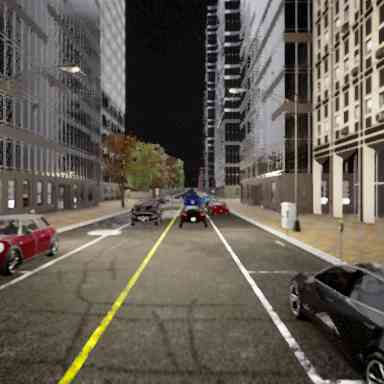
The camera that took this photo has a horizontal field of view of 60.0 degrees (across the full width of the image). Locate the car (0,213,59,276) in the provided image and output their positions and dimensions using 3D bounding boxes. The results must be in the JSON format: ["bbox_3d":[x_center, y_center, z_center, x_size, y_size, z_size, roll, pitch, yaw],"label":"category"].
[{"bbox_3d":[-5.696,1.458,10.161,1.967,1.590,4.097,0,0,0],"label":"car"}]

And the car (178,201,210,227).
[{"bbox_3d":[0.086,1.567,23.245,1.812,1.442,4.674,0,0,0],"label":"car"}]

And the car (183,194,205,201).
[{"bbox_3d":[0.080,1.295,40.471,2.150,2.045,5.566,0,0,0],"label":"car"}]

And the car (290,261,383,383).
[{"bbox_3d":[2.687,1.574,4.466,1.947,1.339,4.313,0,0,0],"label":"car"}]

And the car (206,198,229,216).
[{"bbox_3d":[2.672,1.603,32.956,1.887,1.381,4.507,0,0,0],"label":"car"}]

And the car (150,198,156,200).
[{"bbox_3d":[-5.711,1.619,38.650,2.008,1.369,4.403,0,0,0],"label":"car"}]

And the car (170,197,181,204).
[{"bbox_3d":[-3.045,1.663,64.672,1.895,1.301,4.718,0,0,0],"label":"car"}]

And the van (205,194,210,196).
[{"bbox_3d":[2.661,1.411,61.460,1.690,1.788,3.998,0,0,0],"label":"van"}]

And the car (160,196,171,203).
[{"bbox_3d":[-5.807,1.607,72.851,1.947,1.339,4.313,0,0,0],"label":"car"}]

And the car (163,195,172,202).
[{"bbox_3d":[-5.858,1.546,80.085,1.752,1.417,4.829,0,0,0],"label":"car"}]

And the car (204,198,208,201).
[{"bbox_3d":[2.670,1.650,38.653,1.802,1.307,4.206,0,0,0],"label":"car"}]

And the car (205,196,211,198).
[{"bbox_3d":[2.664,1.631,50.055,2.008,1.369,4.403,0,0,0],"label":"car"}]

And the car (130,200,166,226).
[{"bbox_3d":[-3.111,1.546,23.587,1.837,1.490,4.892,0,0,0],"label":"car"}]

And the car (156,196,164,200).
[{"bbox_3d":[-5.717,1.625,50.051,1.887,1.381,4.507,0,0,0],"label":"car"}]

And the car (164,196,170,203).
[{"bbox_3d":[-5.721,1.636,61.455,1.947,1.339,4.313,0,0,0],"label":"car"}]

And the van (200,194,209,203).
[{"bbox_3d":[2.737,1.382,72.856,1.690,1.788,3.998,0,0,0],"label":"van"}]
